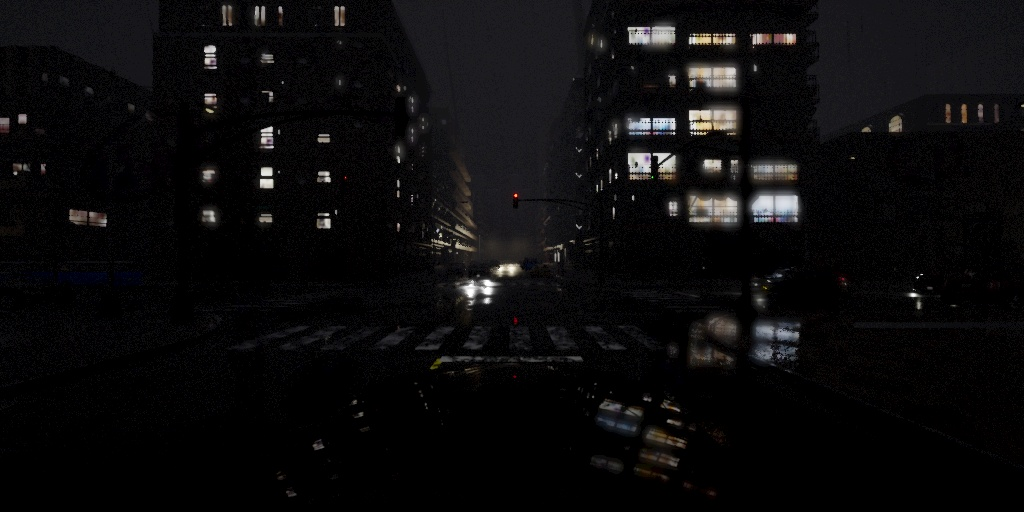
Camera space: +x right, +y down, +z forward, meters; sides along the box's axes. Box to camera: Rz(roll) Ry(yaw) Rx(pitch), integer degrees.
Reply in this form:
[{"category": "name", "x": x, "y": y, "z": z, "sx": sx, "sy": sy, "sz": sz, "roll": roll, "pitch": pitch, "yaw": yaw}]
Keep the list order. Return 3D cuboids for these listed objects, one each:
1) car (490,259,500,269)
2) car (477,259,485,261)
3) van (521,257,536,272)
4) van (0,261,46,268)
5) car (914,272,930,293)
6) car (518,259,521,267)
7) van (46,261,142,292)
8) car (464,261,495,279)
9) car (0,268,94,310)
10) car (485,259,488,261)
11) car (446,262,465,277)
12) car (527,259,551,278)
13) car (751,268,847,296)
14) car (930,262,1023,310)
[{"category": "car", "x": -2.880, "y": 1.269, "z": 58.990, "sx": 2.033, "sy": 1.411, "sz": 5.357, "roll": 0, "pitch": 0, "yaw": 0}, {"category": "car", "x": -5.431, "y": 1.367, "z": 52.995, "sx": 1.802, "sy": 1.307, "sz": 4.207, "roll": 0, "pitch": 0, "yaw": 0}, {"category": "van", "x": 2.495, "y": 1.119, "z": 47.418, "sx": 1.690, "sy": 1.789, "sz": 3.998, "roll": 0, "pitch": 0, "yaw": 0}, {"category": "van", "x": -30.447, "y": 1.201, "z": 21.691, "sx": 3.998, "sy": 1.789, "sz": 1.690, "roll": 0, "pitch": 0, "yaw": 1}, {"category": "car", "x": 23.841, "y": 1.073, "z": 18.514, "sx": 4.553, "sy": 1.767, "sz": 2.097, "roll": 0, "pitch": -1, "yaw": 1}, {"category": "car", "x": 2.450, "y": 1.100, "z": 53.071, "sx": 2.192, "sy": 1.841, "sz": 5.009, "roll": 0, "pitch": 0, "yaw": 0}, {"category": "van", "x": -24.853, "y": 1.191, "z": 21.617, "sx": 3.998, "sy": 1.789, "sz": 1.690, "roll": 0, "pitch": 0, "yaw": 1}, {"category": "car", "x": -2.819, "y": 1.365, "z": 32.112, "sx": 1.895, "sy": 1.301, "sz": 4.718, "roll": 0, "pitch": 0, "yaw": 0}, {"category": "car", "x": -19.364, "y": 1.290, "z": 13.663, "sx": 4.403, "sy": 1.370, "sz": 2.007, "roll": 0, "pitch": 0, "yaw": 1}, {"category": "car", "x": -5.444, "y": 1.318, "z": 58.483, "sx": 1.751, "sy": 1.417, "sz": 4.829, "roll": 0, "pitch": 0, "yaw": 0}, {"category": "car", "x": -5.522, "y": 1.317, "z": 36.022, "sx": 2.007, "sy": 1.370, "sz": 4.403, "roll": 0, "pitch": 0, "yaw": 0}, {"category": "car", "x": 2.623, "y": 1.290, "z": 33.585, "sx": 1.751, "sy": 1.417, "sz": 4.829, "roll": 0, "pitch": 0, "yaw": 0}, {"category": "car", "x": 14.688, "y": 1.304, "z": 18.634, "sx": 4.181, "sy": 1.385, "sz": 1.994, "roll": 0, "pitch": -1, "yaw": 1}, {"category": "car", "x": 18.663, "y": 1.103, "z": 13.157, "sx": 4.097, "sy": 1.591, "sz": 1.967, "roll": 0, "pitch": 0, "yaw": 1}]
